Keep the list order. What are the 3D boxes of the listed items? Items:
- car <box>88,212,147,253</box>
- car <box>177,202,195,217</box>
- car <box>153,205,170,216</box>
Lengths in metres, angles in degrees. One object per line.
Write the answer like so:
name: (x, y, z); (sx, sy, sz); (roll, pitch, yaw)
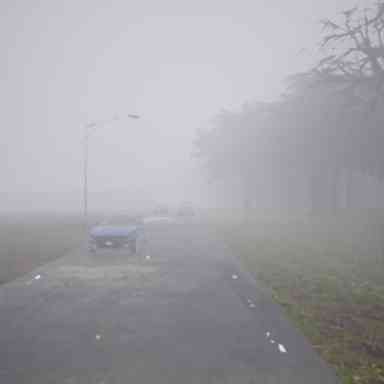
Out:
car: (-3.145, 1.688, 14.905); (1.882, 1.535, 5.008); (0, -1, -1)
car: (-0.715, 2.139, 38.426); (1.994, 1.385, 4.181); (0, -1, -1)
car: (-3.715, 2.216, 40.657); (1.895, 1.301, 4.718); (0, -1, -1)
